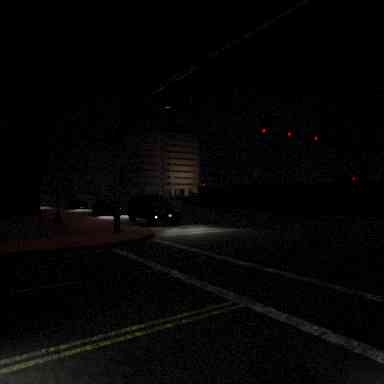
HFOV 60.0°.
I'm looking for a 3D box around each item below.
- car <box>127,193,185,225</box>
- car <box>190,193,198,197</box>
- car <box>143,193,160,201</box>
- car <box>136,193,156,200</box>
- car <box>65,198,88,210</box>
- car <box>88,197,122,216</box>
[{"bbox_3d":[-2.943,1.222,24.478,2.150,2.045,5.566,0,0,-33],"label":"car"},{"bbox_3d":[1.127,1.156,65.232,3.866,1.878,1.905,0,0,-34],"label":"car"},{"bbox_3d":[-9.918,1.156,81.452,3.866,1.878,1.905,0,0,-34],"label":"car"},{"bbox_3d":[-11.498,1.153,83.878,4.605,1.855,1.932,0,0,-34],"label":"car"},{"bbox_3d":[-15.128,1.547,43.487,2.033,1.411,5.357,0,0,-33],"label":"car"},{"bbox_3d":[-8.560,1.505,33.237,1.837,1.490,4.892,0,0,-32],"label":"car"}]
